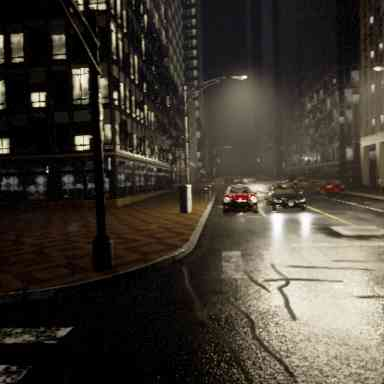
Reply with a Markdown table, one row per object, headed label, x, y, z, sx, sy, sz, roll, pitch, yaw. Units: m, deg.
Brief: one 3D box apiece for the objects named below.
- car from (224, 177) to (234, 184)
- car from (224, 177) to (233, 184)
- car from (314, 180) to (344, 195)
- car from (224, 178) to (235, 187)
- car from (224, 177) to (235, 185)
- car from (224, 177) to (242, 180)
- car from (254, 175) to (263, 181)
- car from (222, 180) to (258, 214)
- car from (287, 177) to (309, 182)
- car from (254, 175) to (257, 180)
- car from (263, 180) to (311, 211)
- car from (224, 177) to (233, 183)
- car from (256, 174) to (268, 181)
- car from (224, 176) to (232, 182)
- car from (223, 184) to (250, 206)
| label | x | y | z | sx | sy | sz | roll | pitch | yaw |
| --- | --- | --- | --- | --- | --- | --- | --- | --- | --- |
| car | 7.645 | -2.360 | 69.054 | 1.887 | 1.381 | 4.507 | -1 | 3 | 6 |
| car | 8.194 | -2.663 | 74.594 | 2.008 | 1.369 | 4.403 | -1 | 3 | 6 |
| car | 12.145 | -0.427 | 29.501 | 1.802 | 1.307 | 4.206 | -1 | 3 | 6 |
| car | 6.548 | -1.742 | 57.975 | 1.887 | 1.381 | 4.507 | -1 | 3 | 6 |
| car | 7.097 | -2.045 | 63.515 | 2.008 | 1.369 | 4.403 | -1 | 3 | 6 |
| car | 3.801 | -0.426 | 30.266 | 2.192 | 1.841 | 5.009 | -1 | 3 | 6 |
| car | 18.182 | -3.842 | 90.459 | 1.947 | 1.339 | 4.313 | -1 | 3 | 6 |
| car | 2.706 | 0.317 | 19.193 | 1.967 | 1.590 | 4.097 | -1 | 3 | 6 |
| car | 13.260 | -1.111 | 40.752 | 1.752 | 1.417 | 4.829 | -1 | 3 | 6 |
| car | 17.629 | -3.783 | 84.904 | 2.192 | 1.841 | 5.009 | -1 | 3 | 6 |
| car | 5.477 | 0.262 | 20.019 | 1.837 | 1.490 | 4.892 | -2 | 3 | 6 |
| car | 8.742 | -2.956 | 80.135 | 1.947 | 1.339 | 4.313 | -1 | 3 | 6 |
| car | 17.084 | -3.245 | 79.374 | 1.887 | 1.381 | 4.507 | -1 | 3 | 6 |
| car | 9.291 | -3.286 | 85.673 | 1.887 | 1.381 | 4.507 | -1 | 3 | 6 |
| car | 3.257 | 0.150 | 24.740 | 1.802 | 1.307 | 4.206 | -1 | 3 | 6 |
